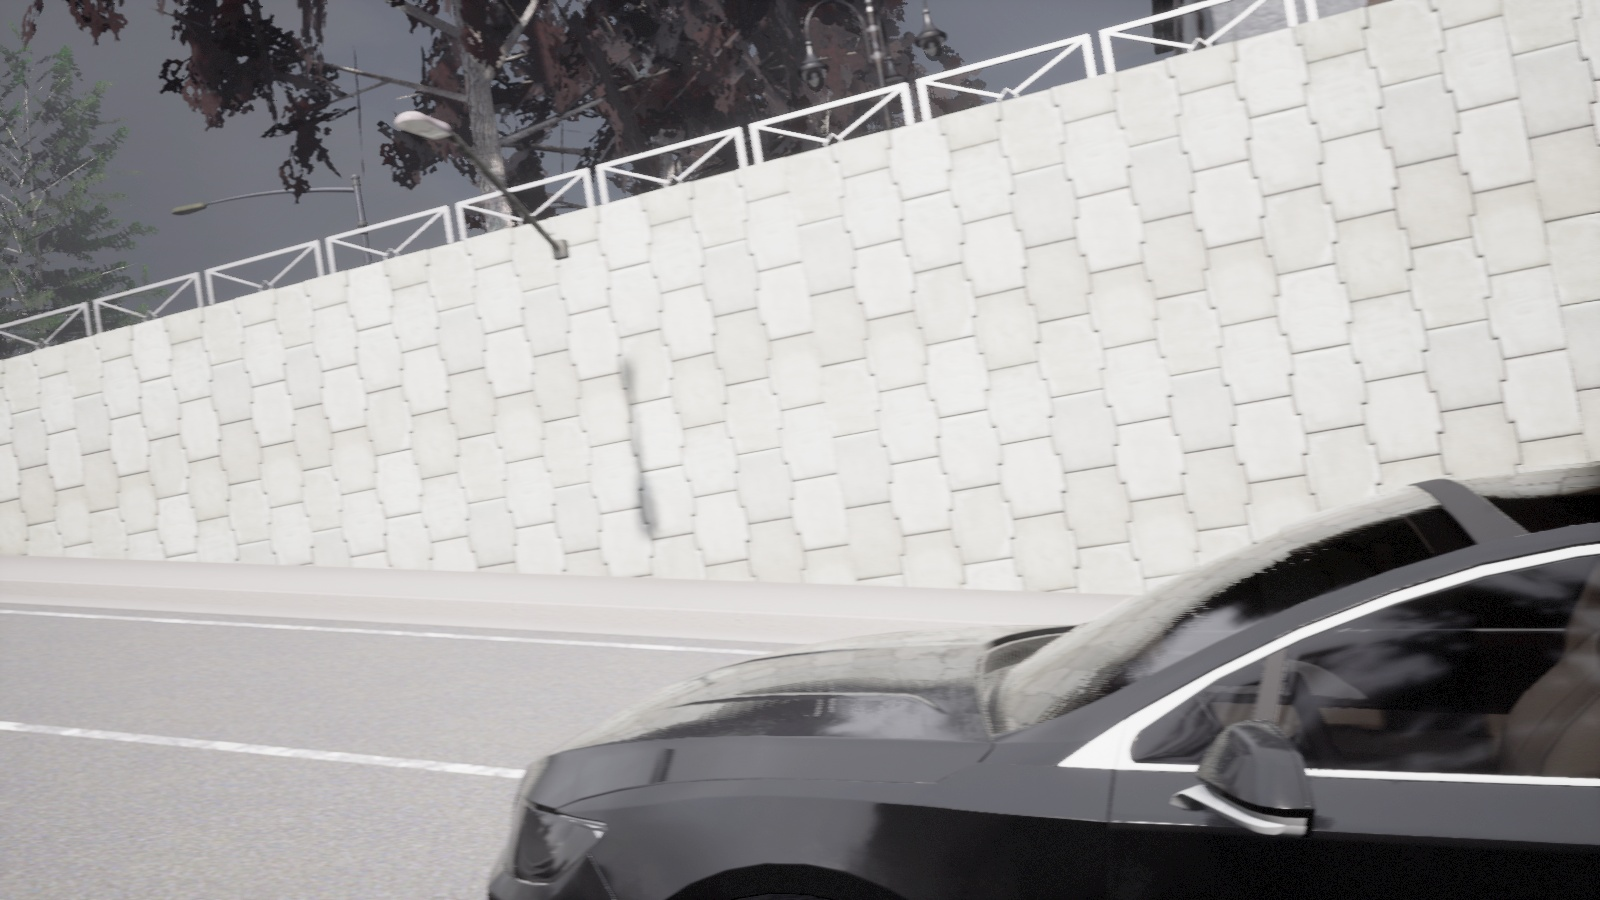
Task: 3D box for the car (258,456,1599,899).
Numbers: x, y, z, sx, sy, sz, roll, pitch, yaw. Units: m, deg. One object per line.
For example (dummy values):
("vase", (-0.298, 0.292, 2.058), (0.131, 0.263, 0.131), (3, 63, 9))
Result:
("car", (1.490, 0.805, 2.692), (4.892, 1.490, 1.837), (1, 1, 19))
